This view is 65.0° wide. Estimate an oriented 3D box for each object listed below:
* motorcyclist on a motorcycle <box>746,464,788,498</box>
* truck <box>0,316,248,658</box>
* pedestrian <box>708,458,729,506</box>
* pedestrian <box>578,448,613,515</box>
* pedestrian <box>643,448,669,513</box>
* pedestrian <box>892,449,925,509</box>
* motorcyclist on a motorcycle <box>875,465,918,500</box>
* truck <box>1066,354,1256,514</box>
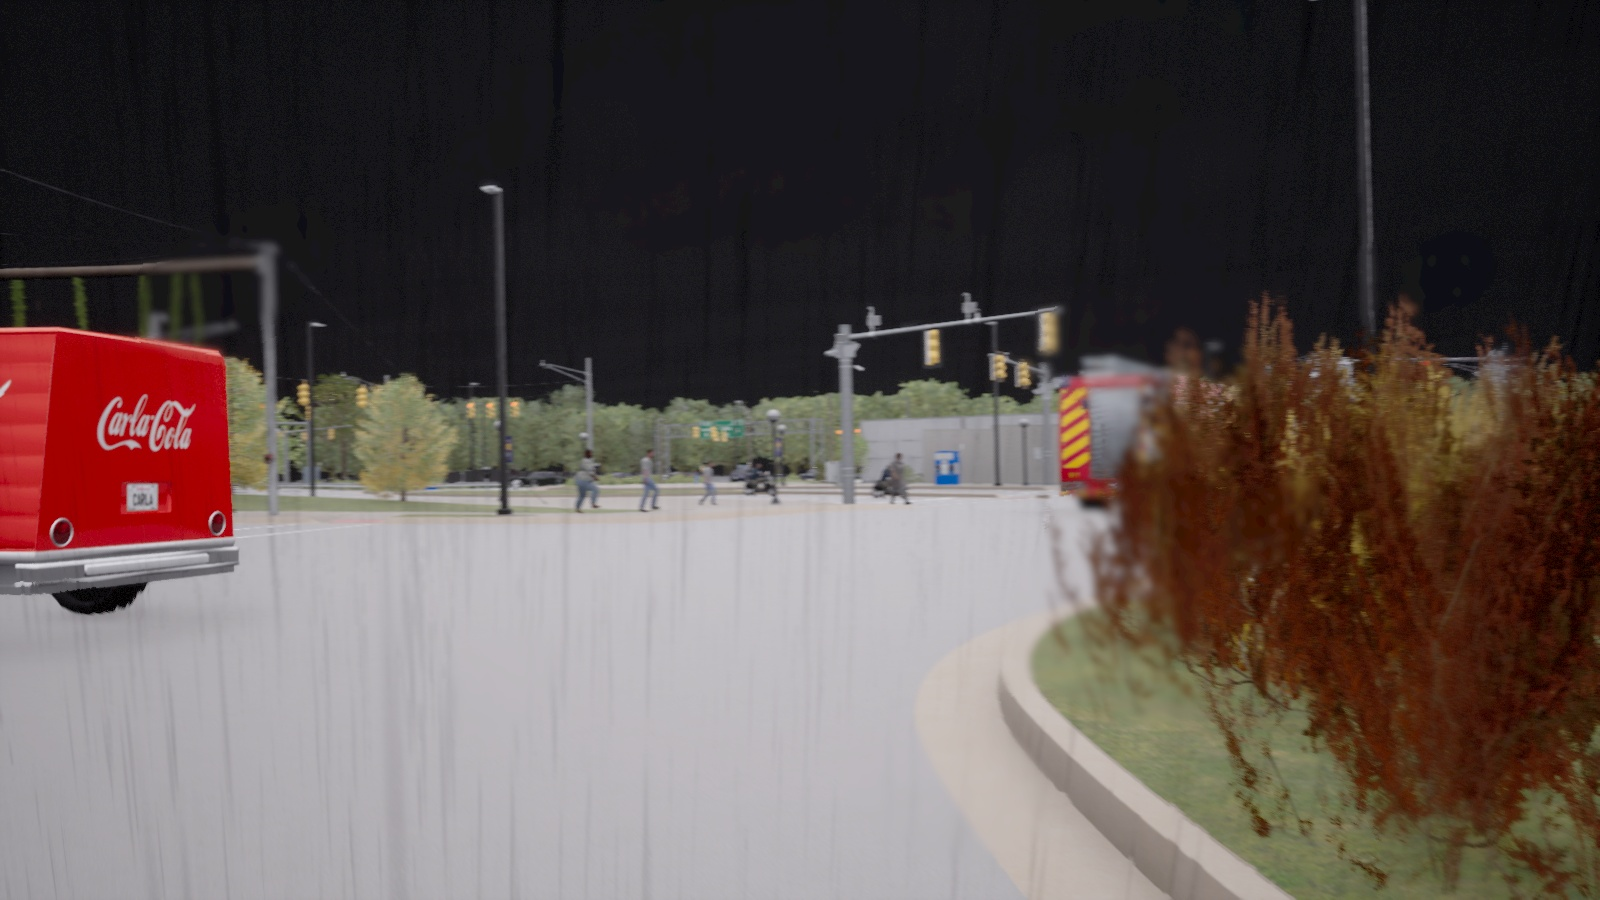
[{"bbox_3d":[-1.616,1.492,60.847,1.817,1.590,0.866,-1,-1,27],"label":"motorcyclist on a motorcycle"},{"bbox_3d":[-7.930,0.284,10.828,5.204,2.467,2.627,0,-1,11],"label":"truck"},{"bbox_3d":[-3.195,1.249,49.012,0.706,1.836,0.354,-2,0,28],"label":"pedestrian"},{"bbox_3d":[-5.813,0.889,35.782,0.900,1.855,0.874,-1,0,-6],"label":"pedestrian"},{"bbox_3d":[-4.121,0.871,35.995,0.706,1.836,0.354,-1,0,-7],"label":"pedestrian"},{"bbox_3d":[3.607,0.966,41.884,0.659,1.952,0.873,-1,-1,-34],"label":"pedestrian"},{"bbox_3d":[4.434,1.495,57.757,1.817,1.590,0.866,0,0,26],"label":"motorcyclist on a motorcycle"},{"bbox_3d":[10.082,-0.253,34.352,2.891,3.827,8.468,-2,-2,31],"label":"truck"}]
